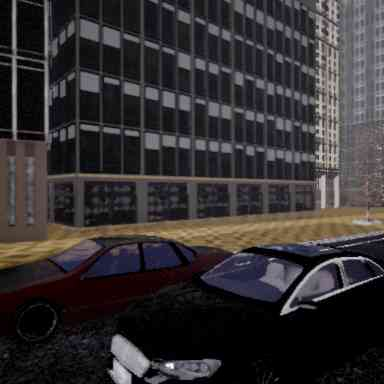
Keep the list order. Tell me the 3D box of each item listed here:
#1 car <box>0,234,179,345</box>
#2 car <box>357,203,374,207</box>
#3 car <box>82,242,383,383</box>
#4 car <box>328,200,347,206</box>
[{"bbox_3d":[-1.442,1.591,6.594,5.357,1.411,2.033,1,-1,-35],"label":"car"},{"bbox_3d":[34.540,2.380,66.895,1.802,1.307,4.206,0,0,-41],"label":"car"},{"bbox_3d":[1.290,1.547,4.686,4.902,1.511,2.128,1,-1,-37],"label":"car"},{"bbox_3d":[30.870,2.321,71.235,1.947,1.339,4.313,0,0,-41],"label":"car"}]
